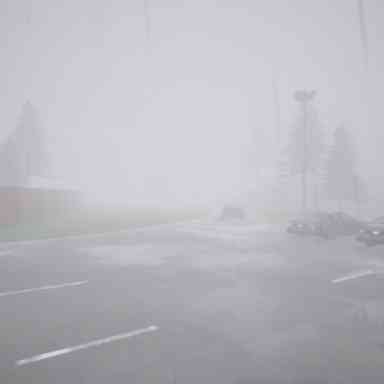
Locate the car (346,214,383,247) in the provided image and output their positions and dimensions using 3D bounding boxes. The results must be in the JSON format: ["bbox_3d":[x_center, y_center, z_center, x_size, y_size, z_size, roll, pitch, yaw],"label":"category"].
[{"bbox_3d":[9.393,1.712,14.751,5.357,1.411,2.033,1,0,-36],"label":"car"}]

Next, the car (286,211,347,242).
[{"bbox_3d":[7.284,1.711,17.545,5.357,1.411,2.033,1,0,-36],"label":"car"}]

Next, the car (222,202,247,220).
[{"bbox_3d":[3.946,1.693,30.760,1.882,1.535,5.008,1,0,14],"label":"car"}]
